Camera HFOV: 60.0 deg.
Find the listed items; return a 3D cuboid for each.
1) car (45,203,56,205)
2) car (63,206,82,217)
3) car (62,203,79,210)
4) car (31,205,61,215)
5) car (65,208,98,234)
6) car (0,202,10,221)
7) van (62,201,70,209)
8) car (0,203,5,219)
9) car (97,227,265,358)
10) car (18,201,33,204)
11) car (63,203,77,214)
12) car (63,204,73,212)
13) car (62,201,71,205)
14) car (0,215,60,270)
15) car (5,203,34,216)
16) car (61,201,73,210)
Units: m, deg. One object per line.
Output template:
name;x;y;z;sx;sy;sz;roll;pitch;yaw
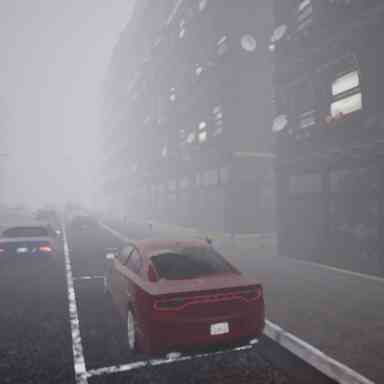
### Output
car;-18.557;2.305;43.681;2.097;1.767;4.553;1;-2;-22
car;-9.491;2.160;27.852;1.887;1.381;4.507;2;-2;-22
car;-11.524;2.170;32.998;1.967;1.590;4.097;2;-2;-22
car;-12.270;2.106;28.124;1.837;1.490;4.892;1;-2;-22
car;-7.449;2.046;22.714;1.887;1.381;4.507;2;-2;-22
car;-20.914;2.034;35.286;2.192;1.841;5.009;3;-2;-22
van;-29.944;3.181;79.236;1.690;1.788;3.998;2;-2;-22
car;-18.872;1.918;30.148;2.192;1.841;5.009;3;-2;-22
car;-0.561;1.637;6.549;1.882;1.535;5.008;1;-1;-22
car;-31.126;2.640;60.976;2.192;1.841;5.009;2;-2;-22
car;-19.733;2.644;53.538;1.967;1.590;4.097;2;-2;-22
car;-23.822;3.034;63.811;1.802;1.307;4.206;2;-2;-22
car;-15.644;2.278;43.264;2.192;1.841;5.009;2;-2;-22
car;-5.889;1.797;12.059;2.033;1.411;5.357;1;-2;-22
car;-17.723;2.186;33.969;1.882;1.535;5.008;1;-2;-21
car;-27.900;3.024;74.098;2.192;1.841;5.009;2;-2;-22
